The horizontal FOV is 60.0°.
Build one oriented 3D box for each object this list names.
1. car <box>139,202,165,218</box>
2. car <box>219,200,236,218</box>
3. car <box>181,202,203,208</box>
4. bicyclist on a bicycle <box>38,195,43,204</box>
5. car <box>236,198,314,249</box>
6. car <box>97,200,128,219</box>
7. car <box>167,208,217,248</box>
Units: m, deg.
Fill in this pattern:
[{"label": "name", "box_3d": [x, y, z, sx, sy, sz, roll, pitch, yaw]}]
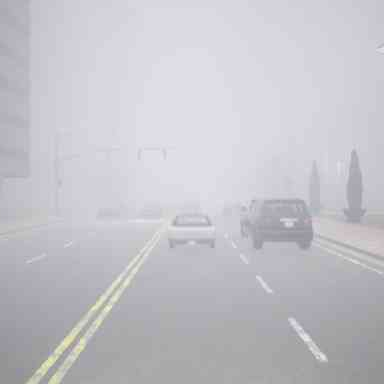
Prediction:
[{"label": "car", "box_3d": [-3.500, 1.599, 29.697, 1.994, 1.385, 4.181, 0, 0, 0]}, {"label": "car", "box_3d": [3.500, 1.494, 29.650, 2.128, 1.511, 4.902, 0, 0, 0]}, {"label": "car", "box_3d": [0.000, 1.562, 29.650, 2.033, 1.411, 5.357, 0, 0, 0]}, {"label": "bicyclist on a bicycle", "box_3d": [-26.418, 1.299, 58.069, 0.582, 1.620, 1.656, 0, 0, -1]}, {"label": "car", "box_3d": [3.500, 1.257, 14.680, 2.150, 2.045, 5.566, 0, 0, 0]}, {"label": "car", "box_3d": [-7.000, 1.511, 29.697, 1.882, 1.535, 5.008, 0, 0, 0]}, {"label": "car", "box_3d": [0.000, 1.615, 14.680, 1.895, 1.301, 4.718, 0, 0, 0]}]
